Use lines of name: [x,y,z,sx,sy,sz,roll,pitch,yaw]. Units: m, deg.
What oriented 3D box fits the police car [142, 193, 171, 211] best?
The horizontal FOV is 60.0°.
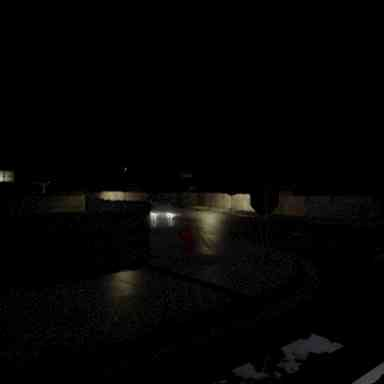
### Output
police car: [-3.482,0.948,32.290,1.930,1.638,5.238,0,1,-20]
